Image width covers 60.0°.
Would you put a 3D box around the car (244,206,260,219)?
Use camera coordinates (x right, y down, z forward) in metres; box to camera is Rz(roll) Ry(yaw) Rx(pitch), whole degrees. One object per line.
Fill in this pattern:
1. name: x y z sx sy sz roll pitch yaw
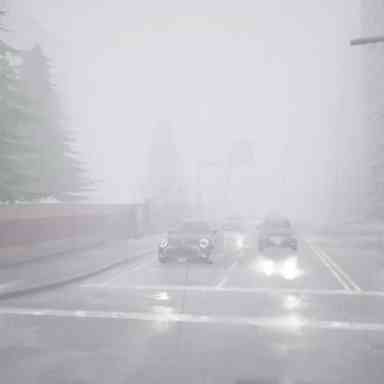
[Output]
1. car: 9.287 3.362 50.900 2.097 1.767 4.553 -2 -2 14

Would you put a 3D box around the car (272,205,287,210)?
1. car: 12.552 3.215 49.554 2.097 1.767 4.553 -2 -2 14

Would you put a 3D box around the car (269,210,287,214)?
1. car: 7.710 2.678 30.369 1.812 1.442 4.674 -2 -3 14

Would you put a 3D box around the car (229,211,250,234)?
1. car: 3.580 2.677 28.312 1.837 1.490 4.892 -2 -2 14

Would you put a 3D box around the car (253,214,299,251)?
1. car: 4.518 2.168 17.600 2.128 1.511 4.902 -2 -3 14

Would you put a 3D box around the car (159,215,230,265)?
1. car: 0.144 2.012 14.517 2.097 1.767 4.553 -2 -3 14
